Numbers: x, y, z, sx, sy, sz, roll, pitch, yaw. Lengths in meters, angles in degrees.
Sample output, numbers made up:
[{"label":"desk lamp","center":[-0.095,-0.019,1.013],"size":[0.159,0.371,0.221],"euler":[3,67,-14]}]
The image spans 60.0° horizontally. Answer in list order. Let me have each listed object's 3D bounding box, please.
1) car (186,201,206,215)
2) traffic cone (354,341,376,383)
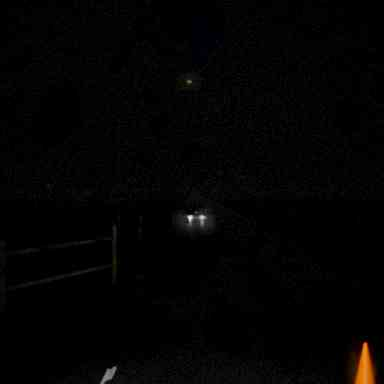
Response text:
[{"label":"car","center":[0.439,1.613,35.107],"size":[2.033,1.411,5.357],"euler":[0,0,0]},{"label":"traffic cone","center":[1.938,1.969,3.715],"size":[0.340,0.580,0.340],"euler":[0,0,0]}]
